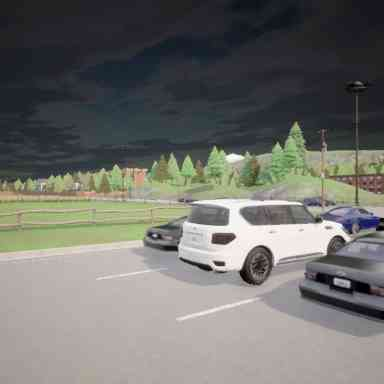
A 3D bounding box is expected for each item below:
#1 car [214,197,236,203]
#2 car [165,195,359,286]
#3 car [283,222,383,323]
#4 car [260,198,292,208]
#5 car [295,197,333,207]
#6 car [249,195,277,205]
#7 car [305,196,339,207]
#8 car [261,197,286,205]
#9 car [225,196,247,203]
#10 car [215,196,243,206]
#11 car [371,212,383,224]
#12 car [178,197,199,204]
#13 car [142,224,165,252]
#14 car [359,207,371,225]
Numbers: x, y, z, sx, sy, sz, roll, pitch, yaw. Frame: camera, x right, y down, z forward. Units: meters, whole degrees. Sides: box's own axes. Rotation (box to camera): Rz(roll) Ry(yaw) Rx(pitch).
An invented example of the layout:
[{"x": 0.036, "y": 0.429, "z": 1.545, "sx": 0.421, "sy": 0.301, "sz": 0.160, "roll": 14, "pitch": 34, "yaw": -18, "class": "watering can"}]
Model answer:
[{"x": 6.696, "y": 1.601, "z": 67.671, "sx": 1.895, "sy": 1.301, "sz": 4.718, "roll": 0, "pitch": 0, "yaw": -36, "class": "car"}, {"x": 2.241, "y": 1.222, "z": 9.662, "sx": 5.566, "sy": 2.045, "sz": 2.150, "roll": 0, "pitch": 0, "yaw": -35, "class": "car"}, {"x": 4.510, "y": 1.548, "z": 6.981, "sx": 5.357, "sy": 1.411, "sz": 2.033, "roll": 0, "pitch": 0, "yaw": -36, "class": "car"}, {"x": 12.191, "y": 1.564, "z": 48.206, "sx": 1.994, "sy": 1.385, "sz": 4.181, "roll": 0, "pitch": 0, "yaw": -36, "class": "car"}, {"x": 18.703, "y": 1.547, "z": 51.164, "sx": 2.033, "sy": 1.411, "sz": 5.357, "roll": 0, "pitch": 0, "yaw": -36, "class": "car"}, {"x": 12.670, "y": 1.352, "z": 59.415, "sx": 2.097, "sy": 1.767, "sz": 4.553, "roll": 0, "pitch": 0, "yaw": -36, "class": "car"}, {"x": 20.971, "y": 1.505, "z": 53.996, "sx": 1.837, "sy": 1.490, "sz": 4.892, "roll": 0, "pitch": 0, "yaw": -36, "class": "car"}, {"x": 15.159, "y": 1.564, "z": 61.963, "sx": 1.994, "sy": 1.385, "sz": 4.181, "roll": 0, "pitch": 0, "yaw": -36, "class": "car"}, {"x": 9.284, "y": 1.595, "z": 70.087, "sx": 1.895, "sy": 1.301, "sz": 4.718, "roll": 0, "pitch": 0, "yaw": -36, "class": "car"}, {"x": 6.199, "y": 1.478, "z": 56.384, "sx": 1.882, "sy": 1.535, "sz": 5.008, "roll": 0, "pitch": 0, "yaw": -36, "class": "car"}, {"x": 10.881, "y": 1.478, "z": 15.889, "sx": 5.008, "sy": 1.535, "sz": 1.882, "roll": 0, "pitch": 0, "yaw": -35, "class": "car"}, {"x": -0.717, "y": 1.601, "z": 65.901, "sx": 1.895, "sy": 1.301, "sz": 4.718, "roll": 0, "pitch": 0, "yaw": -36, "class": "car"}, {"x": 0.770, "y": 1.548, "z": 12.913, "sx": 5.357, "sy": 1.411, "sz": 2.033, "roll": 0, "pitch": 0, "yaw": -36, "class": "car"}, {"x": 9.051, "y": 1.526, "z": 18.881, "sx": 4.674, "sy": 1.442, "sz": 1.812, "roll": 0, "pitch": 0, "yaw": -36, "class": "car"}]
